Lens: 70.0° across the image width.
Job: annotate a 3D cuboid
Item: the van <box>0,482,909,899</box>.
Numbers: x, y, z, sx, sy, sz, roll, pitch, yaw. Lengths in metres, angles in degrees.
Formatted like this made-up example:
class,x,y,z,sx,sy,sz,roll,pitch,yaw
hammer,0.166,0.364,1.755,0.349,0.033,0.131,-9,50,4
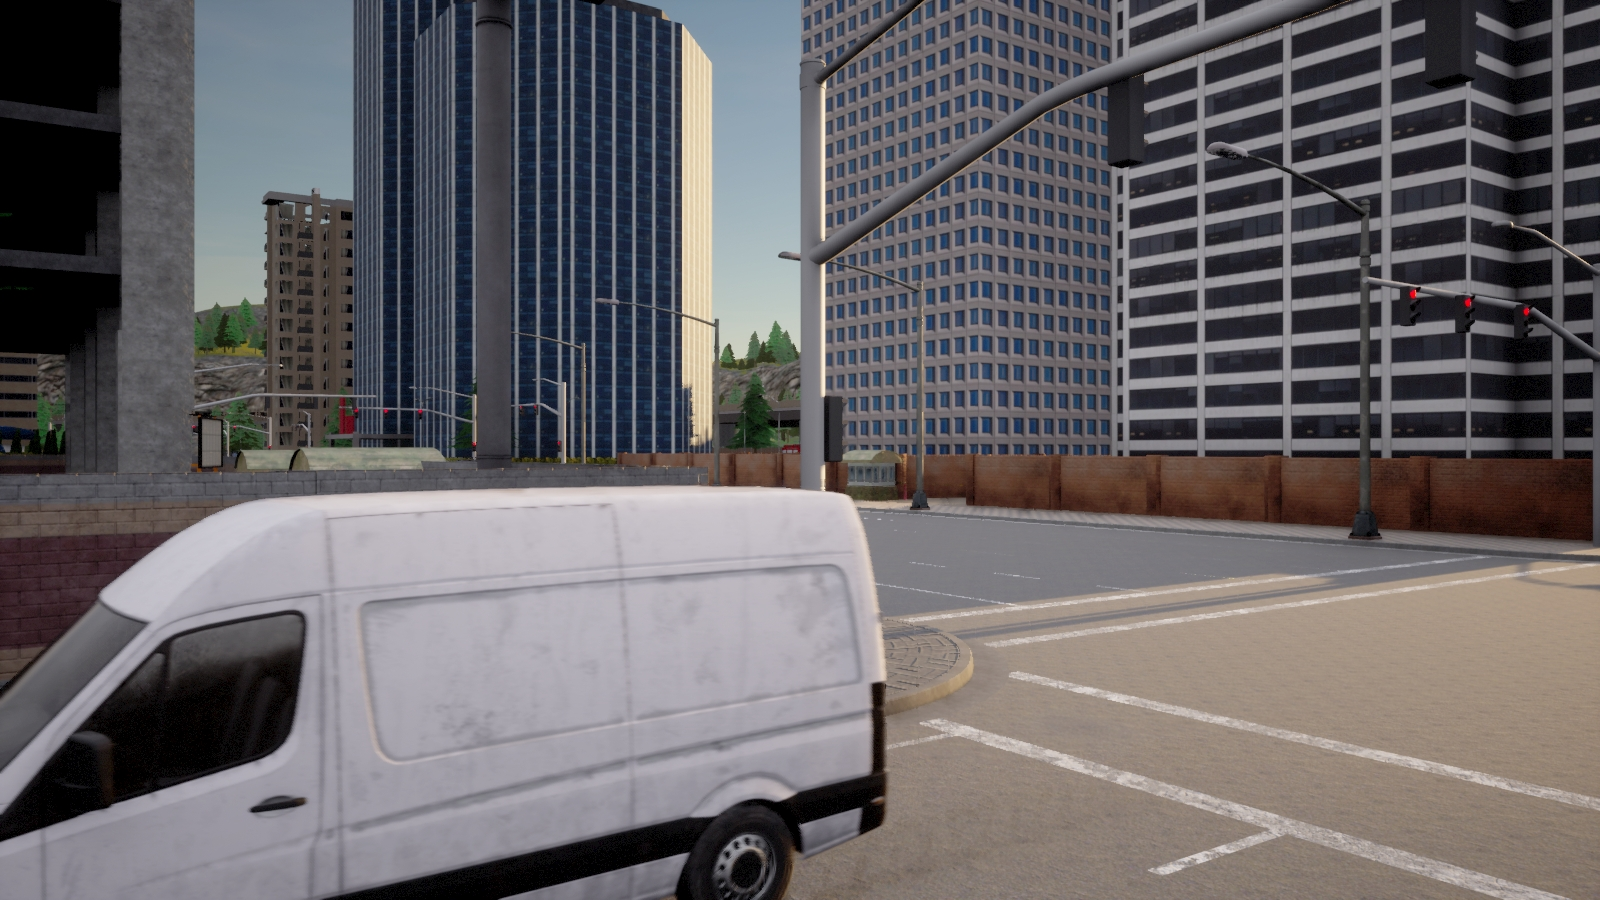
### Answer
class,x,y,z,sx,sy,sz,roll,pitch,yaw
van,-2.280,1.534,6.450,5.915,2.561,1.988,0,0,-36
